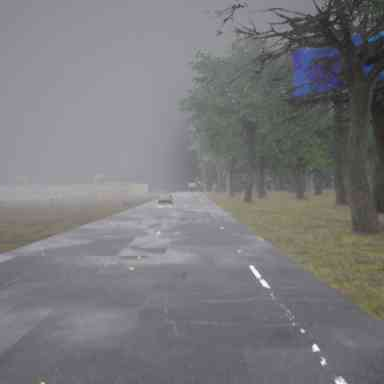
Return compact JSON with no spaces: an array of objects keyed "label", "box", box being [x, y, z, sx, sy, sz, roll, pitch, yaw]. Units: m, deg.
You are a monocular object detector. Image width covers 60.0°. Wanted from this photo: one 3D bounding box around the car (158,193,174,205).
[{"label":"car","box":[-3.561,0.947,45.644,1.882,1.535,5.008,0,1,0]}]
